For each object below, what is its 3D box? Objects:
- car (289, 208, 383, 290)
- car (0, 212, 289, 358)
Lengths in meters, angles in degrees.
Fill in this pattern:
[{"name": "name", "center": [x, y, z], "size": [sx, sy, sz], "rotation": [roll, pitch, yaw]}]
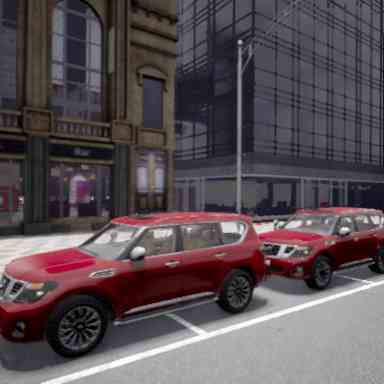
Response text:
[{"name": "car", "center": [3.835, 1.400, 9.503], "size": [5.009, 1.841, 2.192], "rotation": [1, 0, -36]}, {"name": "car", "center": [-0.755, 1.343, 6.228], "size": [5.009, 1.841, 2.192], "rotation": [1, 0, -36]}]
